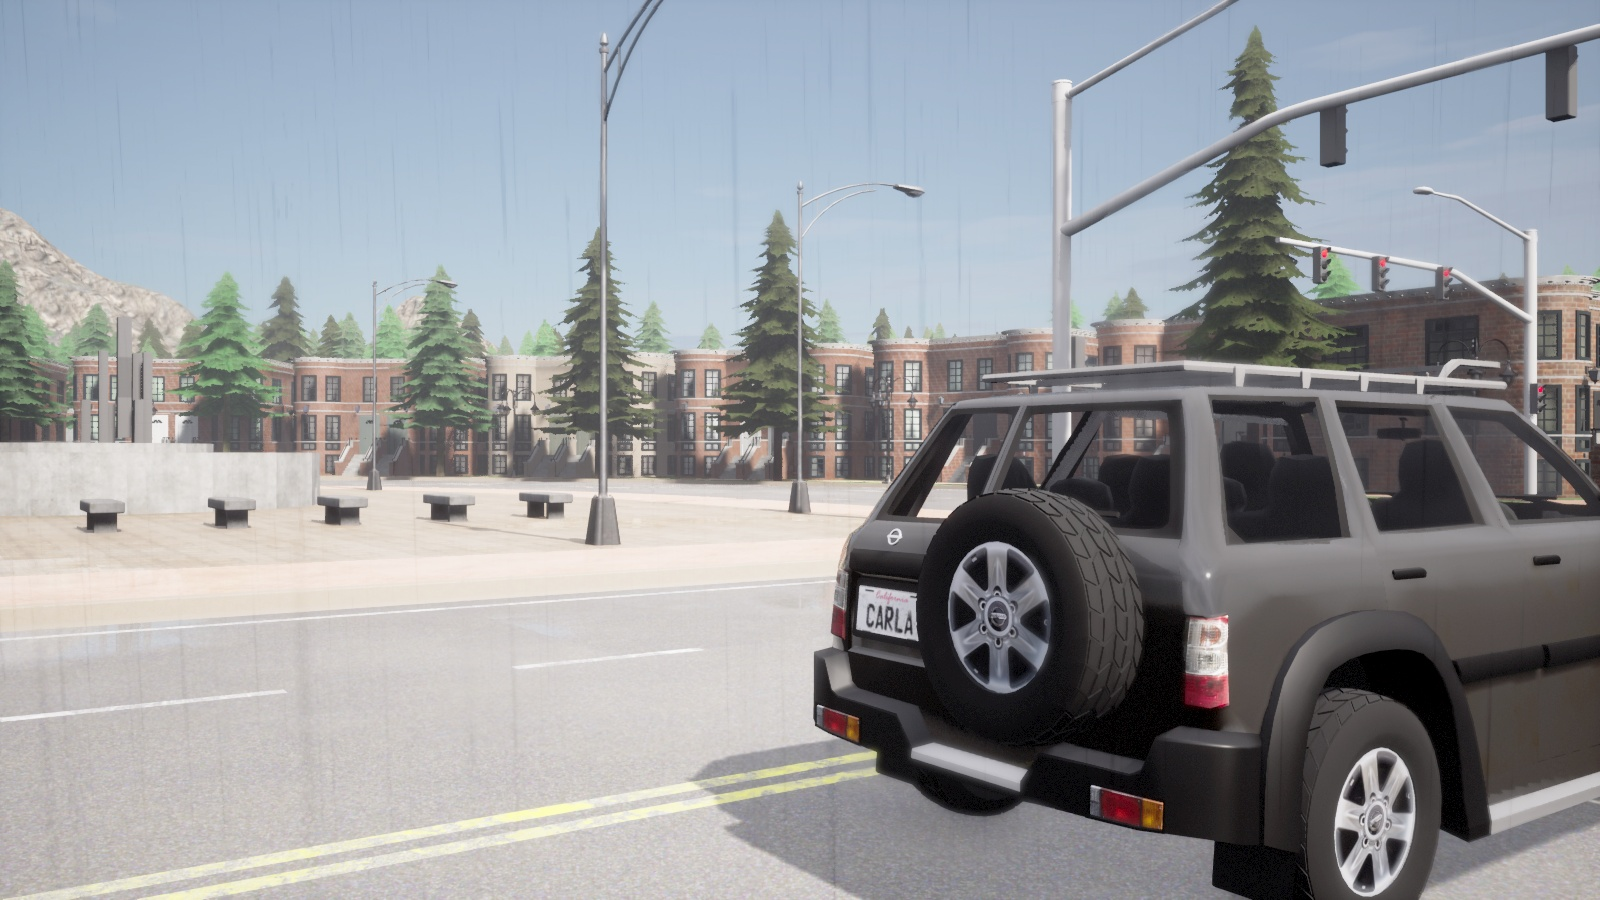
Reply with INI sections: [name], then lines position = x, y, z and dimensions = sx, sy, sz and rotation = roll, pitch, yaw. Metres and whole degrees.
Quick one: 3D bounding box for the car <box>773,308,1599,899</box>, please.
[car]
position = 2.340, 0.570, 5.301
dimensions = 4.605, 1.855, 1.932
rotation = 0, 0, -35
